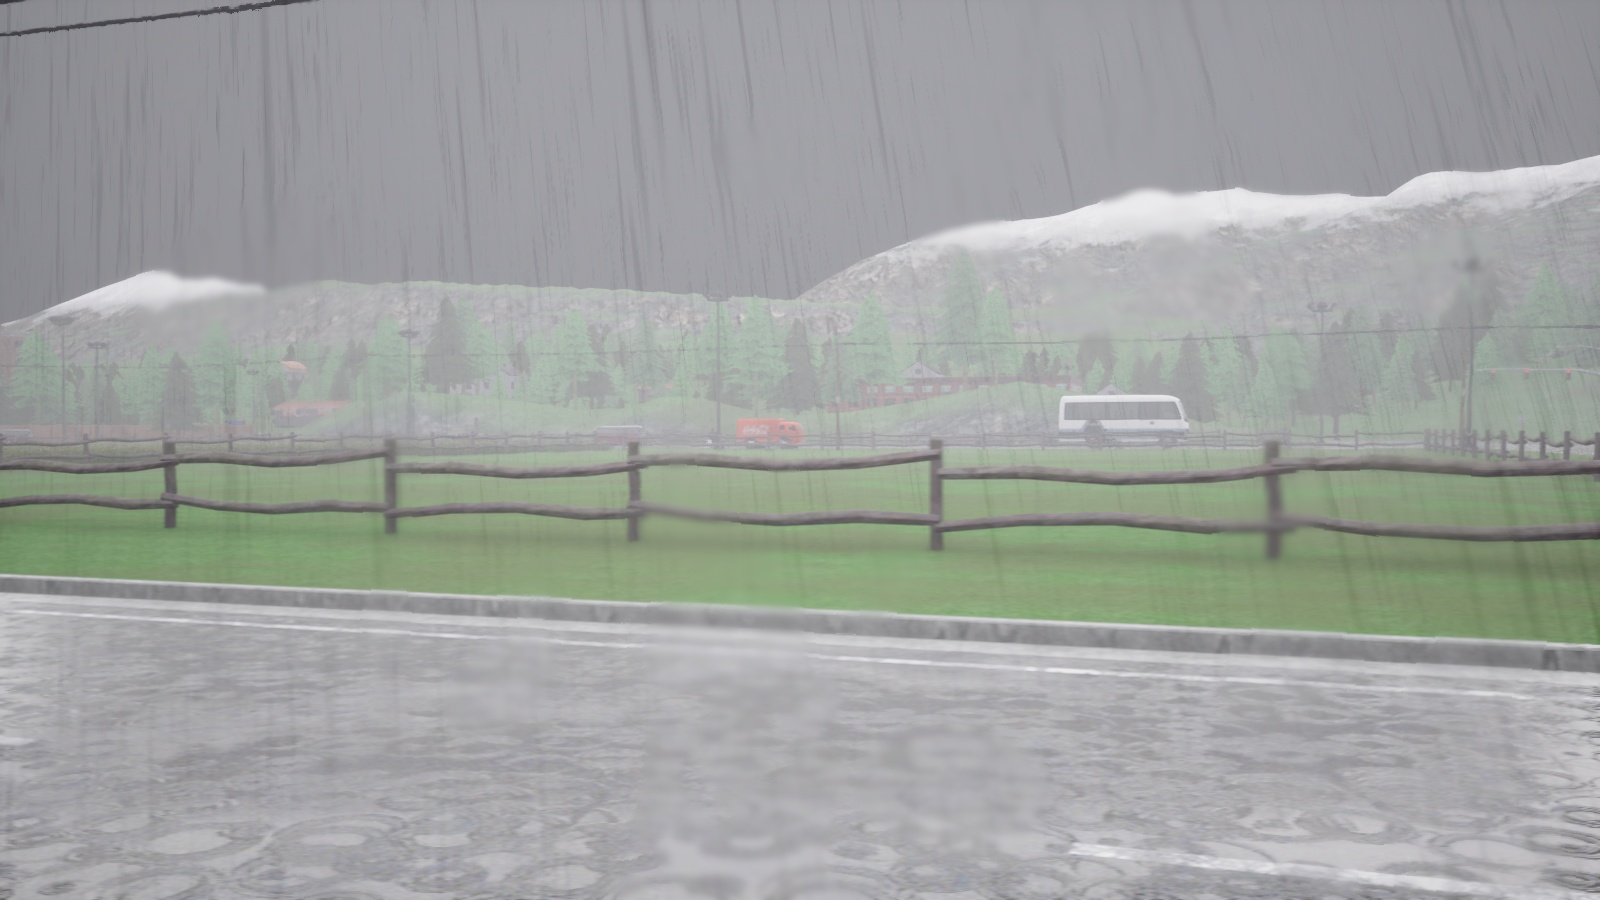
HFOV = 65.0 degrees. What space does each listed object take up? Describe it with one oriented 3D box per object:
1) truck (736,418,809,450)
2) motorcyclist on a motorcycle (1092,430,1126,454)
[{"bbox_3d":[-2.154,-1.247,98.571,5.204,2.467,2.627,1,1,18],"label":"truck"},{"bbox_3d":[22.265,-0.589,90.487,2.350,1.649,0.766,1,1,18],"label":"motorcyclist on a motorcycle"}]
